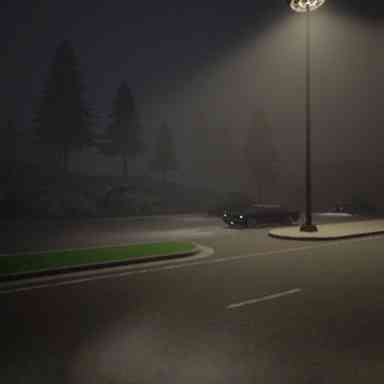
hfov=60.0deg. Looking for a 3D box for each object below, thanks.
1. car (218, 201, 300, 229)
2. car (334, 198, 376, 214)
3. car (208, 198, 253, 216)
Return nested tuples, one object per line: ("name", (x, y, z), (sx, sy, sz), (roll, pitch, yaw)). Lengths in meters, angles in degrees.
("car", (4.169, 1.429, 20.031), (4.718, 1.301, 1.895), (-1, 0, -31))
("car", (15.042, 1.241, 30.702), (4.181, 1.385, 1.994), (-1, 0, -31))
("car", (3.614, 1.254, 27.876), (5.008, 1.535, 1.882), (-1, 0, -31))
